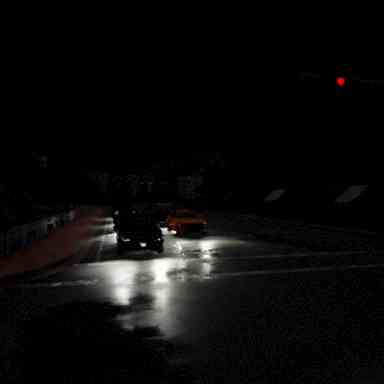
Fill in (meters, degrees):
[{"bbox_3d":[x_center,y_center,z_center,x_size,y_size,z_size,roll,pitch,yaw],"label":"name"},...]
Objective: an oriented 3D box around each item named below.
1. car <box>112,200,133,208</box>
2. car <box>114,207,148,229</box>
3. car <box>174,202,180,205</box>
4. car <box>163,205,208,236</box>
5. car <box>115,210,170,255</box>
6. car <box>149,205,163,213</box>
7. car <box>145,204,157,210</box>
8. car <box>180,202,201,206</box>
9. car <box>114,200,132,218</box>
[{"bbox_3d":[-6.415,1.961,31.938,2.097,1.767,4.553,0,-1,-13],"label":"car"},{"bbox_3d":[-4.461,2.023,23.697,1.994,1.385,4.181,0,-1,-13],"label":"car"},{"bbox_3d":[-2.267,2.620,60.337,1.812,1.442,4.674,0,-1,-13],"label":"car"},{"bbox_3d":[-0.393,1.890,21.725,1.882,1.535,5.008,0,-1,-13],"label":"car"},{"bbox_3d":[-2.404,1.806,15.033,1.837,1.490,4.892,0,-1,-13],"label":"car"},{"bbox_3d":[-2.547,2.178,30.799,1.895,1.301,4.718,0,-1,-13],"label":"car"},{"bbox_3d":[-4.876,2.249,40.660,2.128,1.511,4.902,0,-1,-13],"label":"car"},{"bbox_3d":[0.037,2.269,50.636,2.097,1.767,4.553,0,-1,-13],"label":"car"},{"bbox_3d":[-8.795,2.011,42.010,2.150,2.045,5.566,0,-1,-13],"label":"car"}]
